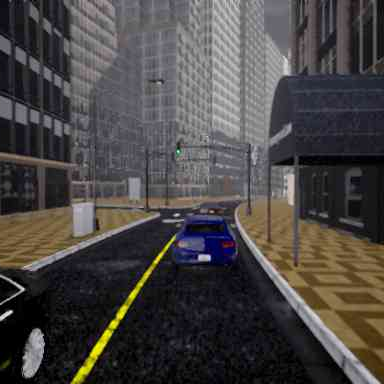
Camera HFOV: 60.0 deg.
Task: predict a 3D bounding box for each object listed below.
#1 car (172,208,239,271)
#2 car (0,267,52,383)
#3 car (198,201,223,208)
[{"bbox_3d":[0.432,1.459,10.594,1.812,1.442,4.674,0,0,3],"label":"car"},{"bbox_3d":[-2.767,1.486,2.486,1.837,1.490,4.892,0,0,1],"label":"car"},{"bbox_3d":[1.427,1.401,25.434,2.033,1.411,5.357,0,0,2],"label":"car"}]
